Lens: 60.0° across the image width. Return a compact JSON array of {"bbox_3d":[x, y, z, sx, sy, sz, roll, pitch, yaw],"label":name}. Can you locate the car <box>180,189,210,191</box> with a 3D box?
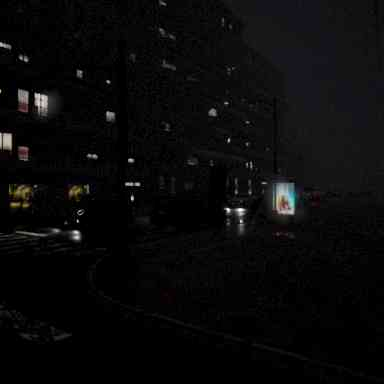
[{"bbox_3d":[-0.063,0.760,27.855,2.150,2.045,5.566,0,1,36],"label":"car"}]

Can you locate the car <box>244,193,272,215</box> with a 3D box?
[{"bbox_3d":[6.274,1.066,26.789,1.947,1.339,4.313,1,2,35],"label":"car"}]

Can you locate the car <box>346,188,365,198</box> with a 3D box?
[{"bbox_3d":[28.577,0.306,58.575,1.887,1.381,4.507,1,2,35],"label":"car"}]

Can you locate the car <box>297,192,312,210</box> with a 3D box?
[{"bbox_3d":[9.460,0.962,31.330,1.947,1.339,4.313,1,2,35],"label":"car"}]

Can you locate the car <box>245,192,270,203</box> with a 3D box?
[{"bbox_3d":[8.933,0.750,45.170,1.802,1.307,4.206,2,2,35],"label":"car"}]

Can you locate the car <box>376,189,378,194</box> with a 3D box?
[{"bbox_3d":[44.507,-0.224,81.279,2.008,1.369,4.403,1,2,35],"label":"car"}]

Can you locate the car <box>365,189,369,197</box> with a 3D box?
[{"bbox_3d":[31.763,0.095,63.113,1.967,1.590,4.097,1,2,35],"label":"car"}]

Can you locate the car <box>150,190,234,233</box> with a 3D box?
[{"bbox_3d":[-0.097,1.023,17.701,2.192,1.841,5.009,1,2,35],"label":"car"}]

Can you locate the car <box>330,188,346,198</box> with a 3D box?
[{"bbox_3d":[25.046,0.402,58.080,1.895,1.301,4.718,0,1,35],"label":"car"}]

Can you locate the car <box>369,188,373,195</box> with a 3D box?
[{"bbox_3d":[34.949,0.093,67.657,1.887,1.381,4.507,1,2,35],"label":"car"}]

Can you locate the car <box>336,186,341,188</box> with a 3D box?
[{"bbox_3d":[34.418,-0.244,81.486,1.967,1.590,4.097,2,2,35],"label":"car"}]

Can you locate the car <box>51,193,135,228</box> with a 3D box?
[{"bbox_3d":[-5.602,1.071,19.968,2.097,1.767,4.553,0,1,35],"label":"car"}]

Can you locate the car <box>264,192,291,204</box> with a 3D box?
[{"bbox_3d":[11.406,0.726,44.135,1.994,1.385,4.181,0,1,36],"label":"car"}]

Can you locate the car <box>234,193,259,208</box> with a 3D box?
[{"bbox_3d":[5.587,0.880,35.894,1.812,1.442,4.674,0,1,35],"label":"car"}]

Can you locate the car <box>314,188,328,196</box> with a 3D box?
[{"bbox_3d":[28.046,-0.030,72.405,1.967,1.590,4.097,2,2,35],"label":"car"}]

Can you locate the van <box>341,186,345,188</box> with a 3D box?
[{"bbox_3d":[37.603,-0.451,86.022,1.690,1.788,3.998,2,2,35],"label":"van"}]

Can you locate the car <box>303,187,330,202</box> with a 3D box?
[{"bbox_3d":[17.266,0.284,46.992,2.150,2.045,5.566,0,1,35],"label":"car"}]

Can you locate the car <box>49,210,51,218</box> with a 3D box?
[{"bbox_3d":[-6.991,1.005,22.464,2.192,1.841,5.009,2,2,35],"label":"car"}]

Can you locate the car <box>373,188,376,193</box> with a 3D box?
[{"bbox_3d":[38.135,-0.015,72.198,1.887,1.381,4.507,1,2,35],"label":"car"}]

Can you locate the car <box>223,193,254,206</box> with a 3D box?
[{"bbox_3d":[5.748,0.824,40.630,2.008,1.369,4.403,2,2,35],"label":"car"}]
